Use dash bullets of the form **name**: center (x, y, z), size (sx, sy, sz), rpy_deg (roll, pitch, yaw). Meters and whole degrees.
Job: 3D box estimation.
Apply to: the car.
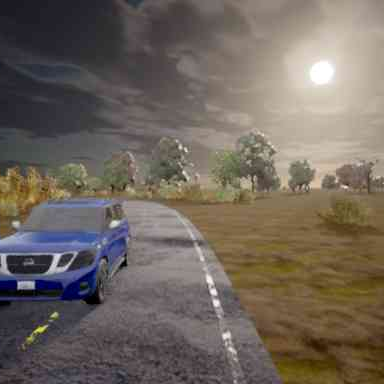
- **car**: center (-2.885, 1.211, 8.347), size (2.150, 2.045, 5.566), rpy_deg (0, 0, -2)
